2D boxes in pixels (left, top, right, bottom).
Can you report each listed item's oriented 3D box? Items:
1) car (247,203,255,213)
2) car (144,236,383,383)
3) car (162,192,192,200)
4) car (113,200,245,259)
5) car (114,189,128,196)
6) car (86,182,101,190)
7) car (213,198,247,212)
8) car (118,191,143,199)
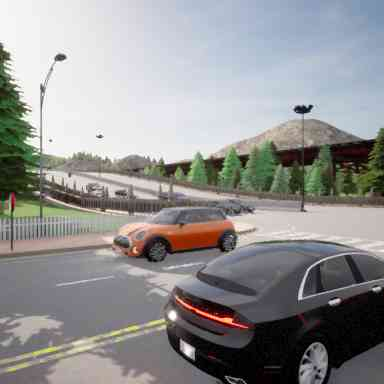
[{"bbox_3d":[4.709,1.497,36.576,1.837,1.490,4.892,0,0,-37],"label":"car"},{"bbox_3d":[1.921,1.505,5.116,4.892,1.490,1.837,0,0,-35],"label":"car"},{"bbox_3d":[-2.179,1.020,45.664,2.150,2.045,5.566,0,2,-36],"label":"car"},{"bbox_3d":[-0.536,1.352,12.158,4.553,1.767,2.097,0,0,-35],"label":"car"},{"bbox_3d":[-11.951,0.187,58.678,1.895,1.301,4.718,0,6,-36],"label":"car"},{"bbox_3d":[-17.869,-1.033,60.809,2.097,1.767,4.553,0,7,-37],"label":"car"},{"bbox_3d":[2.851,1.501,33.235,1.837,1.490,4.892,0,0,-37],"label":"car"},{"bbox_3d":[-8.433,1.069,48.117,1.994,1.385,4.181,0,4,-37],"label":"car"}]
